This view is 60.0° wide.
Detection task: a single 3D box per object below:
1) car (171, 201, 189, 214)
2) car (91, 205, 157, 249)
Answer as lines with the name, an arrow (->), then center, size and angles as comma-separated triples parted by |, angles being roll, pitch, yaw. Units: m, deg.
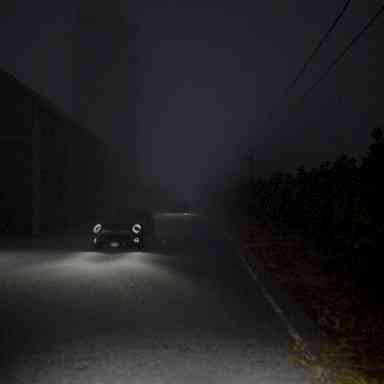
car -> -1.390, 1.796, 40.254 | 1.812, 1.442, 4.674 | 0, 0, 5
car -> -2.904, 1.449, 15.031 | 2.097, 1.767, 4.553 | 0, 0, 2
